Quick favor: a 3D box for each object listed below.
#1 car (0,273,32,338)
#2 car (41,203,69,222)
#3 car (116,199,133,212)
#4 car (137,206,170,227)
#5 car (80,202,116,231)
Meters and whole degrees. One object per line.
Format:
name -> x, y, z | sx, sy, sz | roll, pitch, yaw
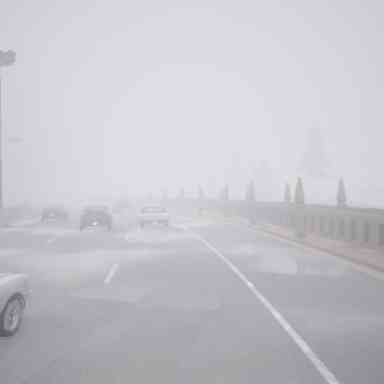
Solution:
car -> -3.620, 1.616, 3.651 | 1.895, 1.301, 4.718 | 0, 0, -2
car -> -11.236, 1.611, 27.457 | 1.812, 1.442, 4.674 | 0, 0, -17
car -> -8.357, 1.597, 40.029 | 1.837, 1.490, 4.892 | 0, 0, -23
car -> -2.803, 1.630, 23.102 | 1.895, 1.301, 4.718 | 0, 0, -13
car -> -6.011, 1.548, 21.250 | 1.837, 1.490, 4.892 | 0, 0, -12
